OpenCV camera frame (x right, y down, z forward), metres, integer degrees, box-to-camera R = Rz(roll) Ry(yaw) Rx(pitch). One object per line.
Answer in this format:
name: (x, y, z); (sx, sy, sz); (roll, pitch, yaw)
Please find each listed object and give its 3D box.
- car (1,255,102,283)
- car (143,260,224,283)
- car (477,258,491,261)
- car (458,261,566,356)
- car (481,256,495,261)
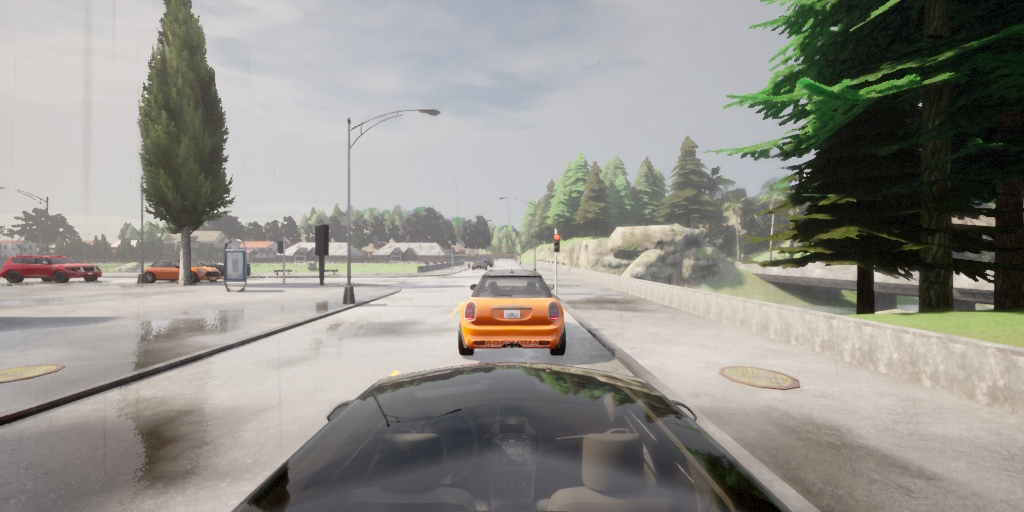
car: (-34.420, 0.972, 26.891); (5.566, 2.045, 2.150); (0, 0, -1)
car: (-24.712, 1.102, 26.987); (4.553, 1.767, 2.097); (0, 0, -1)
car: (-4.541, 1.314, 51.212); (1.994, 1.385, 4.181); (0, 0, 0)
car: (-0.001, 1.102, 8.805); (2.097, 1.767, 4.553); (0, 0, 0)
car: (-4.617, 0.974, 63.073); (2.150, 2.045, 5.566); (0, 0, 0)
